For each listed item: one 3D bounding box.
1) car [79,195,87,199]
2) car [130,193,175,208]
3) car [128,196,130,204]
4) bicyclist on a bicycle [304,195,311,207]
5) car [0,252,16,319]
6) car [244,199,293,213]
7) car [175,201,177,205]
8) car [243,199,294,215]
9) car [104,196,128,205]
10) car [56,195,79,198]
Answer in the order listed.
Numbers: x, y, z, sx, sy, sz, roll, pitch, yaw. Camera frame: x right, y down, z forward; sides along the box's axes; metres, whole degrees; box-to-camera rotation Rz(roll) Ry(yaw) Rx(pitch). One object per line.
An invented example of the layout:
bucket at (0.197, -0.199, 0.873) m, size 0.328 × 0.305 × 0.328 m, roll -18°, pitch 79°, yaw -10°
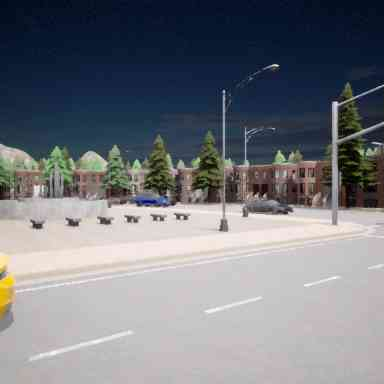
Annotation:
car at (-22.556, 1.352, 63.988) m, size 4.553 × 1.767 × 2.097 m, roll 0°, pitch 0°, yaw 7°
car at (-5.607, 1.219, 47.287) m, size 5.566 × 2.045 × 2.150 m, roll 0°, pitch 0°, yaw 33°
car at (-12.736, 1.505, 62.058) m, size 4.892 × 1.490 × 1.837 m, roll 0°, pitch 0°, yaw 18°
bicyclist on a bicycle at (16.174, 1.303, 46.611) m, size 1.656 × 1.620 × 0.582 m, roll 0°, pitch 0°, yaw -37°
car at (-5.237, 1.477, 4.527) m, size 5.008 × 1.535 × 1.882 m, roll 0°, pitch 0°, yaw -36°
car at (8.655, 1.547, 38.051) m, size 2.033 × 1.411 × 5.357 m, roll 0°, pitch 0°, yaw -38°
car at (-4.609, 1.601, 50.606) m, size 4.718 × 1.301 × 1.895 m, roll 0°, pitch 0°, yaw 31°
car at (7.623, 1.548, 33.701) m, size 2.033 × 1.411 × 5.357 m, roll 0°, pitch 0°, yaw -37°
car at (-14.081, 1.564, 58.826) m, size 4.181 × 1.385 × 1.994 m, roll 0°, pitch 0°, yaw 18°
car at (-23.818, 1.505, 60.694) m, size 4.892 × 1.490 × 1.837 m, roll 0°, pitch 0°, yaw 5°
